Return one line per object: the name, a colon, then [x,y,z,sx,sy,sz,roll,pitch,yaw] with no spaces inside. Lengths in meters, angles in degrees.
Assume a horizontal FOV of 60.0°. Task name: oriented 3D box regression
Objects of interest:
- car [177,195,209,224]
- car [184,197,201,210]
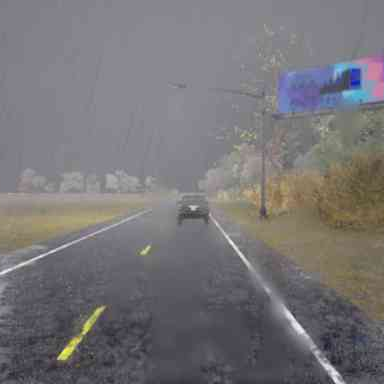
car: [0.092,1.209,24.678,2.150,2.045,5.566,0,0,0]
car: [0.088,1.471,43.288,2.128,1.511,4.902,0,0,0]
